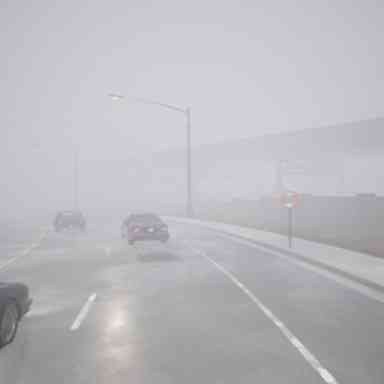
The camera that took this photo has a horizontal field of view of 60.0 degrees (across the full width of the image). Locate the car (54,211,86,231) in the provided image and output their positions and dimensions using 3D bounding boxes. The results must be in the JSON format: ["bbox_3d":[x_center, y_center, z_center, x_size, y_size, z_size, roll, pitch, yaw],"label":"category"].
[{"bbox_3d":[-8.788,1.987,23.696,1.895,1.301,4.718,-1,-1,-24],"label":"car"}]

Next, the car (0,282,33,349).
[{"bbox_3d":[-3.552,1.629,3.355,2.033,1.411,5.357,-1,-1,-4],"label":"car"}]

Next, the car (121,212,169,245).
[{"bbox_3d":[-2.535,1.755,17.053,2.033,1.411,5.357,-1,-1,-17],"label":"car"}]
